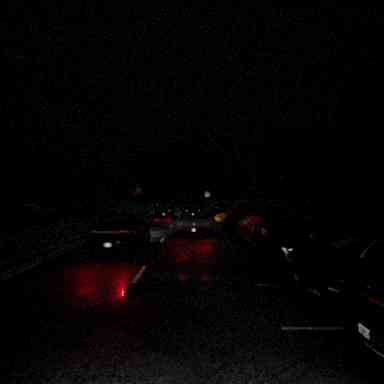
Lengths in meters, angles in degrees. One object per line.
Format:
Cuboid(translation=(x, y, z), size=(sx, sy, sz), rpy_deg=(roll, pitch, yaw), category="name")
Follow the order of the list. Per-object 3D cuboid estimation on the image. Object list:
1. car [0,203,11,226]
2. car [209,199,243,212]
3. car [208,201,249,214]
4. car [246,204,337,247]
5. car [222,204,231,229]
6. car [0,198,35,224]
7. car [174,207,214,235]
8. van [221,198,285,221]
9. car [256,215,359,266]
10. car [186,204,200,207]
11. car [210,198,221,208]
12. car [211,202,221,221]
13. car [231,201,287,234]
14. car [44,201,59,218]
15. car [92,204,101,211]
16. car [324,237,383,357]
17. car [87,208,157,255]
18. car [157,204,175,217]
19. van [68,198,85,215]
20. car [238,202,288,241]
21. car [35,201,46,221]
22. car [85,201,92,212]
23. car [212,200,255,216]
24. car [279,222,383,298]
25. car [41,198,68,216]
Cuboid(translation=(-15.720, 1.716, 22.598), size=(5.366, 1.575, 1.946), rpy_deg=(0, -1, 0), category="car")
Cuboid(translation=(4.603, 1.846, 45.656), size=(4.553, 1.767, 2.185), rpy_deg=(0, 0, 0), category="car")
Cuboid(translation=(4.640, 1.950, 42.892), size=(5.008, 1.535, 2.097), rpy_deg=(0, 0, 0), category="car")
Cuboid(translation=(4.607, 1.479, 12.562), size=(4.553, 1.767, 2.185), rpy_deg=(0, -1, 0), category="car")
Cuboid(translation=(4.643, 1.698, 20.832), size=(5.008, 1.535, 2.097), rpy_deg=(0, -1, 0), category="car")
Cuboid(translation=(-15.562, 1.503, 25.381), size=(5.566, 2.045, 2.435), rpy_deg=(0, -1, 0), category="car")
Cuboid(translation=(0.097, 1.814, 20.360), size=(1.895, 1.301, 4.718), rpy_deg=(0, -1, 0), category="car")
Cuboid(translation=(4.520, 1.506, 23.592), size=(4.442, 1.987, 1.878), rpy_deg=(0, -1, 0), category="van")
Cuboid(translation=(4.632, 1.577, 9.804), size=(4.892, 1.521, 2.231), rpy_deg=(0, -1, 0), category="car")
Cuboid(translation=(0.095, 2.008, 36.580), size=(1.895, 1.301, 4.718), rpy_deg=(0, -1, 0), category="car")
Cuboid(translation=(4.665, 1.547, 29.106), size=(5.566, 2.045, 2.435), rpy_deg=(0, -1, 0), category="car")
Cuboid(translation=(4.451, 1.762, 26.346), size=(5.366, 1.575, 1.946), rpy_deg=(0, -1, 0), category="car")
Cuboid(translation=(4.669, 1.540, 18.076), size=(4.553, 1.767, 2.185), rpy_deg=(0, -1, 0), category="car")
Cuboid(translation=(-15.524, 1.824, 30.810), size=(5.008, 1.535, 2.097), rpy_deg=(0, -1, 0), category="car")
Cuboid(translation=(-15.489, 2.020, 47.493), size=(4.792, 1.488, 2.163), rpy_deg=(0, 0, 0), category="car")
Cuboid(translation=(4.633, 1.522, 4.290), size=(4.892, 1.521, 2.231), rpy_deg=(0, -1, 0), category="car")
Cuboid(translation=(-2.901, 1.630, 13.873), size=(2.128, 1.511, 4.902), rpy_deg=(0, -1, 0), category="car")
Cuboid(translation=(-2.905, 2.008, 36.580), size=(1.895, 1.301, 4.718), rpy_deg=(0, -1, 0), category="car")
Cuboid(translation=(-15.407, 1.700, 39.152), size=(4.442, 1.987, 1.878), rpy_deg=(0, -1, 0), category="van")
Cuboid(translation=(4.669, 1.510, 15.320), size=(4.553, 1.767, 2.185), rpy_deg=(0, -1, 0), category="car")
Cuboid(translation=(-15.537, 1.791, 28.156), size=(4.892, 1.521, 2.231), rpy_deg=(0, -1, 0), category="car")
Cuboid(translation=(-15.553, 1.826, 42.059), size=(4.553, 1.767, 2.185), rpy_deg=(0, 0, 0), category="car")
Cuboid(translation=(4.604, 1.770, 37.380), size=(4.553, 1.767, 2.185), rpy_deg=(0, -1, 0), category="car")
Cuboid(translation=(4.633, 1.549, 7.047), size=(4.892, 1.521, 2.231), rpy_deg=(0, -1, 0), category="car")
Cuboid(translation=(-15.558, 1.736, 33.716), size=(4.553, 1.767, 2.185), rpy_deg=(0, -1, 0), category="car")
